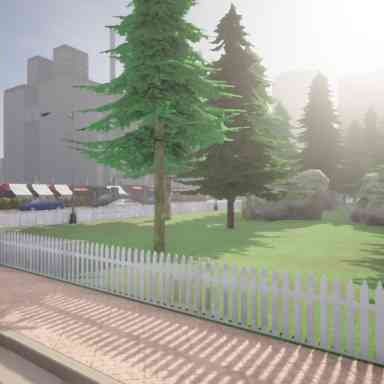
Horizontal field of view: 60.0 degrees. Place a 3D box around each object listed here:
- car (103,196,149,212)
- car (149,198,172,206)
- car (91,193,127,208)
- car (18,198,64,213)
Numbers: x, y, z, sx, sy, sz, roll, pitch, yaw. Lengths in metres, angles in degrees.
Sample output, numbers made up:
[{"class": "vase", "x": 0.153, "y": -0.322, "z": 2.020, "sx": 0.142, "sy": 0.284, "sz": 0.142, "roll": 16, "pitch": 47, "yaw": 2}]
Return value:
[{"class": "car", "x": -7.491, "y": 1.523, "z": 38.078, "sx": 1.812, "sy": 1.442, "sz": 4.674, "roll": 0, "pitch": 0, "yaw": 34}, {"class": "car", "x": -5.334, "y": 1.349, "z": 54.065, "sx": 2.097, "sy": 1.767, "sz": 4.553, "roll": 0, "pitch": 0, "yaw": 34}, {"class": "car", "x": -11.122, "y": 1.219, "z": 45.561, "sx": 2.150, "sy": 2.045, "sz": 5.566, "roll": 0, "pitch": 0, "yaw": 34}, {"class": "car", "x": -16.769, "y": 1.475, "z": 37.201, "sx": 1.882, "sy": 1.535, "sz": 5.008, "roll": 0, "pitch": 0, "yaw": 34}]
